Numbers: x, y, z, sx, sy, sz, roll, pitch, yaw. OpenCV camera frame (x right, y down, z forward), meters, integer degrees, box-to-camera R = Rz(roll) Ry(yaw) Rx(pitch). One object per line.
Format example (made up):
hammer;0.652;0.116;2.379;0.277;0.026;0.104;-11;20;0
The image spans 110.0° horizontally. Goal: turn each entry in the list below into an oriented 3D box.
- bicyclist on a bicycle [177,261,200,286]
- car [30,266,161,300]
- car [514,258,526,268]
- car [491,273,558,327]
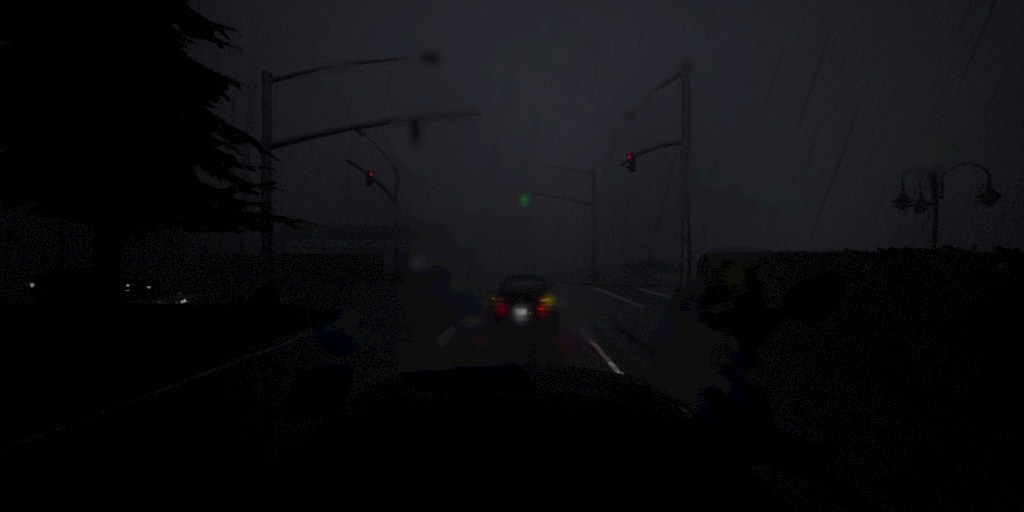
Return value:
bicyclist on a bicycle;-21.514;1.158;23.876;0.582;1.620;1.656;0;0;0
car;-19.382;1.220;16.797;4.892;1.490;1.837;0;0;1
car;1.426;1.159;61.347;1.882;1.535;5.008;0;0;1
car;0.472;1.265;11.385;1.812;1.442;4.674;0;0;5
